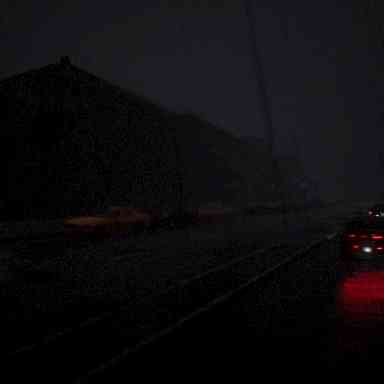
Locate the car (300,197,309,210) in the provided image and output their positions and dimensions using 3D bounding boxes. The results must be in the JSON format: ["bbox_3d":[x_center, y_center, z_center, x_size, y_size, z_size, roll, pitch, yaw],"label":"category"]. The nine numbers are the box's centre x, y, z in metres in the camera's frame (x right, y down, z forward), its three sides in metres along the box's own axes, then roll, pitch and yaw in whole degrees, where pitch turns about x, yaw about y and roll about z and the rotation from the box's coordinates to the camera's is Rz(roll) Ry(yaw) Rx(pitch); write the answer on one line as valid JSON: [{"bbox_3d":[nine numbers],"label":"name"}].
[{"bbox_3d":[15.816,1.823,50.711,2.185,1.767,4.553,1,0,31],"label":"car"}]

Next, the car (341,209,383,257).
[{"bbox_3d":[7.132,1.674,13.141,1.837,1.490,4.892,1,0,32],"label":"car"}]

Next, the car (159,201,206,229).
[{"bbox_3d":[-1.336,1.429,22.491,2.185,1.767,4.553,1,0,31],"label":"car"}]

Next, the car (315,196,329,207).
[{"bbox_3d":[24.460,1.895,64.932,2.435,2.045,5.566,1,0,31],"label":"car"}]

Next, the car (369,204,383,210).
[{"bbox_3d":[14.963,1.694,25.949,2.097,1.767,4.553,1,-1,32],"label":"car"}]

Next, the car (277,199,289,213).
[{"bbox_3d":[10.125,1.858,41.350,2.002,1.452,4.674,1,0,31],"label":"car"}]

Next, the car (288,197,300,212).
[{"bbox_3d":[12.947,1.757,45.990,2.185,1.767,4.553,1,0,31],"label":"car"}]

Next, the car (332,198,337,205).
[{"bbox_3d":[30.148,2.278,74.295,2.231,1.521,4.892,1,0,31],"label":"car"}]

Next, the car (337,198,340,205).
[{"bbox_3d":[33.032,2.218,79.038,2.185,1.767,4.553,1,0,31],"label":"car"}]

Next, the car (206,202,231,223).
[{"bbox_3d":[1.423,1.615,27.026,1.946,1.575,5.366,1,0,31],"label":"car"}]

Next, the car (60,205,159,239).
[{"bbox_3d":[-4.318,1.483,17.581,1.946,1.575,5.366,1,0,31],"label":"car"}]

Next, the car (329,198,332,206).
[{"bbox_3d":[27.278,2.211,69.573,2.097,1.535,5.008,1,0,31],"label":"car"}]

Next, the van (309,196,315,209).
[{"bbox_3d":[18.610,1.787,55.307,1.878,1.987,4.442,1,0,31],"label":"van"}]

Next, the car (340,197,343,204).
[{"bbox_3d":[35.902,2.284,83.760,2.185,1.767,4.553,1,0,31],"label":"car"}]

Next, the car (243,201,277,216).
[{"bbox_3d":[7.260,1.753,36.632,2.231,1.521,4.892,1,0,31],"label":"car"}]
